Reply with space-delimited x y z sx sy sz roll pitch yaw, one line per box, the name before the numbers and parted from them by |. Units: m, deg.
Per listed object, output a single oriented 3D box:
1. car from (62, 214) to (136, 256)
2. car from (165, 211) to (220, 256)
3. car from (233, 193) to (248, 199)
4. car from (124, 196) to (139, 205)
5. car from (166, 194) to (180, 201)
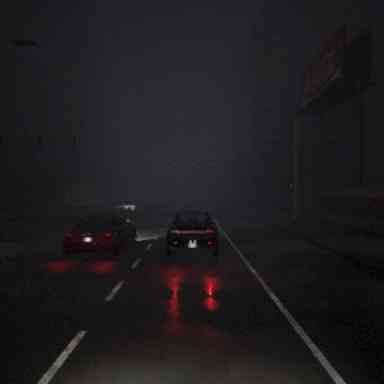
car | -3.463 1.561 13.146 1.994 1.385 4.181 0 0 1
car | 0.036 1.489 13.037 2.128 1.511 4.902 0 0 1
car | 12.838 1.149 81.818 5.566 2.045 2.150 0 0 0
car | -10.571 1.476 58.432 2.128 1.511 4.902 0 0 1
car | -4.615 1.305 79.370 2.097 1.767 4.553 0 0 -27
